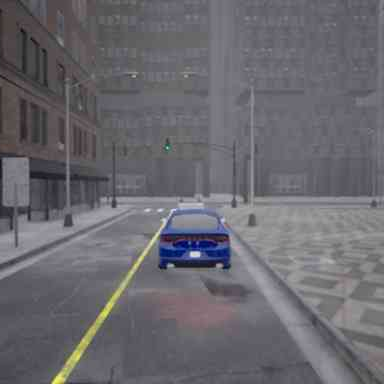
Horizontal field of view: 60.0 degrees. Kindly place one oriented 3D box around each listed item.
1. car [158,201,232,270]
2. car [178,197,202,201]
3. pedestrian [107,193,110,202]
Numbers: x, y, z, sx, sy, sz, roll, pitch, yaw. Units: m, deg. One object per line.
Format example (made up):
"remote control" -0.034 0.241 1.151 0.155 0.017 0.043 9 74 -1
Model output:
"car" 0.054 1.248 10.222 1.882 1.535 5.008 0 1 0
"car" -0.162 1.023 26.000 1.895 1.301 4.718 0 1 -2
"pedestrian" -10.077 0.651 40.042 0.500 1.100 0.500 0 1 0
